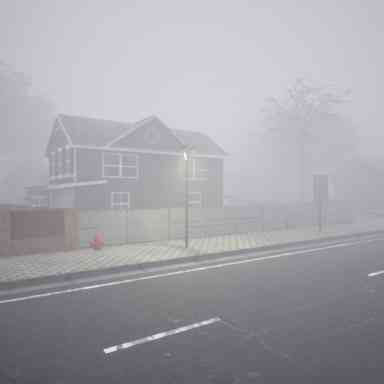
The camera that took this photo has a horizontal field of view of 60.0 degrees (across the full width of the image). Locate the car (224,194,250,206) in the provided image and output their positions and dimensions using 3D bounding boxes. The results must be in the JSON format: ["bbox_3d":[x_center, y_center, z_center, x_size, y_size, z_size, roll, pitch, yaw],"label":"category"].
[{"bbox_3d":[5.717,1.274,44.393,2.150,2.045,5.566,0,0,-35],"label":"car"}]
